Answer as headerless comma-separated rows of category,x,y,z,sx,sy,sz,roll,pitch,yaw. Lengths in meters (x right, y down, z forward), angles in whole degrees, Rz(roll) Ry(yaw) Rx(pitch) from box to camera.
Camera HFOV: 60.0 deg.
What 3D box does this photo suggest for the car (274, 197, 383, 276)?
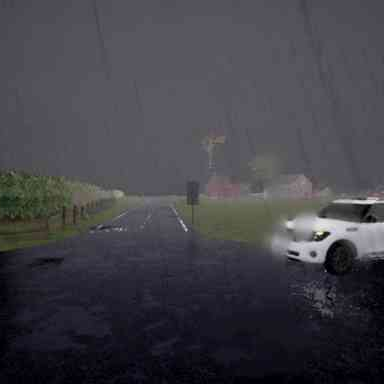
car,5.326,1.198,10.328,5.566,2.045,2.150,0,0,-17
